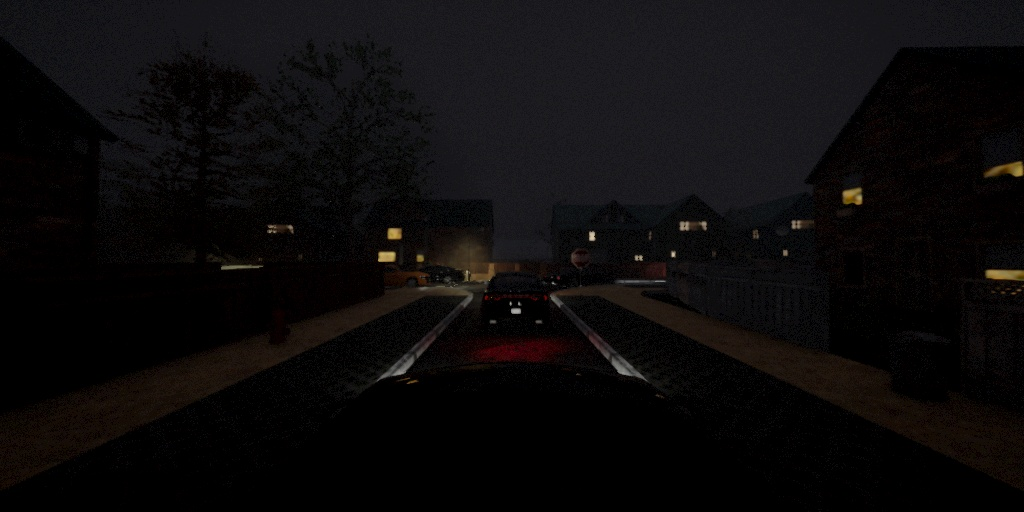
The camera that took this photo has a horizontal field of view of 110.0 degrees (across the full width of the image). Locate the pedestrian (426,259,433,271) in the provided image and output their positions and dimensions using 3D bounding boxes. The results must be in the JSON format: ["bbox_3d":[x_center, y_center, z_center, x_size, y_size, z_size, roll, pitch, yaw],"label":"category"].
[{"bbox_3d":[-6.713,1.115,29.044,0.375,1.860,0.375,0,-1,1],"label":"pedestrian"}]

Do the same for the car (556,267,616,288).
[{"bbox_3d":[4.333,1.321,22.634,4.718,1.301,1.895,0,-2,-33],"label":"car"}]

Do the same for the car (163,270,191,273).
[{"bbox_3d":[-21.117,1.541,23.362,4.181,1.385,1.994,0,-1,1],"label":"car"}]

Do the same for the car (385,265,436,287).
[{"bbox_3d":[-7.802,1.314,23.190,5.008,1.535,1.882,-1,-1,0],"label":"car"}]

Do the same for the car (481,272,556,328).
[{"bbox_3d":[0.102,1.230,11.444,1.882,1.535,5.008,0,0,0],"label":"car"}]

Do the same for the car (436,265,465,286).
[{"bbox_3d":[-5.882,1.396,26.114,4.892,1.490,1.837,-1,-1,1],"label":"car"}]

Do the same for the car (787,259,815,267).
[{"bbox_3d":[21.327,1.004,25.766,4.553,1.767,2.097,0,-1,1],"label":"car"}]
